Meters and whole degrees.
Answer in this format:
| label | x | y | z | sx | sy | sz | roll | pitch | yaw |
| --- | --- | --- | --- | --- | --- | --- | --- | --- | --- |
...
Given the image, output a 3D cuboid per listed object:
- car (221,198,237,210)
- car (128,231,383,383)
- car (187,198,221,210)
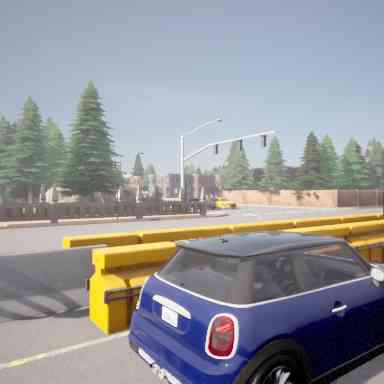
| label | x | y | z | sx | sy | sz | roll | pitch | yaw |
| --- | --- | --- | --- | --- | --- | --- | --- | --- | --- |
| car | 3.884 | 1.487 | 44.585 | 1.882 | 1.535 | 5.008 | 0 | 0 | -35 |
| car | 1.493 | 1.353 | 4.792 | 4.553 | 1.767 | 2.097 | 0 | 0 | -35 |
| car | 1.099 | 1.513 | 42.462 | 1.837 | 1.490 | 4.892 | 0 | 0 | -35 |
